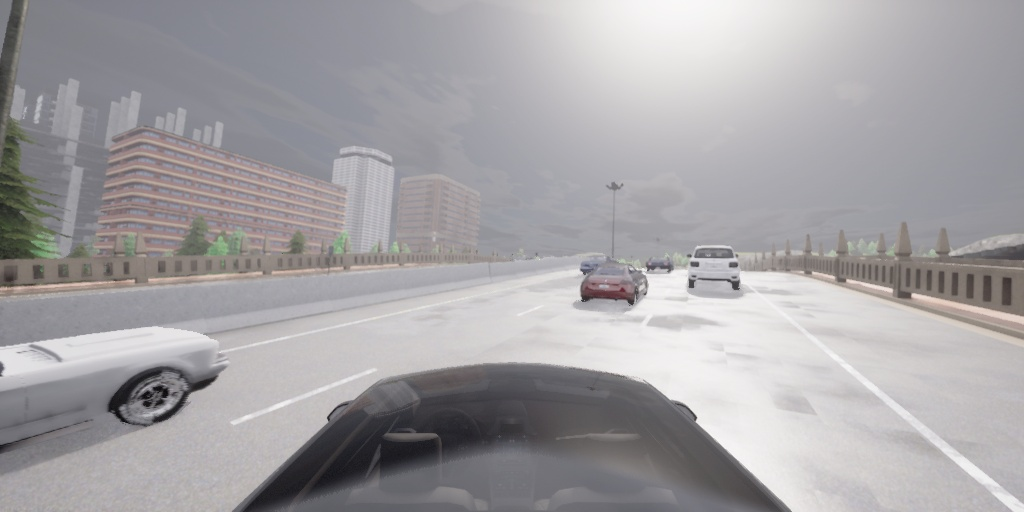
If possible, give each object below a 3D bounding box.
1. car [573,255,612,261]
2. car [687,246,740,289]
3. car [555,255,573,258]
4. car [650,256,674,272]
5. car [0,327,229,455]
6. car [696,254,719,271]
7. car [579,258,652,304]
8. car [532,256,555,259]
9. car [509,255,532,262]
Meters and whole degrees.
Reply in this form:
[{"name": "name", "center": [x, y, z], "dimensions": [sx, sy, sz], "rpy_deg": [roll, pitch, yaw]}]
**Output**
[{"name": "car", "center": [6.478, 0.643, 26.205], "dimensions": [2.033, 1.411, 5.357], "rpy_deg": [1, 2, 28]}, {"name": "car", "center": [10.426, 0.492, 18.670], "dimensions": [2.150, 2.045, 5.566], "rpy_deg": [1, 2, 28]}, {"name": "car", "center": [7.172, 0.657, 42.940], "dimensions": [1.812, 1.442, 4.674], "rpy_deg": [1, -2, 28]}, {"name": "car", "center": [12.503, 0.650, 30.146], "dimensions": [1.895, 1.301, 4.718], "rpy_deg": [1, 0, 28]}, {"name": "car", "center": [-5.621, 1.335, 3.197], "dimensions": [1.895, 1.301, 4.718], "rpy_deg": [1, 2, 28]}, {"name": "car", "center": [18.994, 0.674, 34.972], "dimensions": [1.882, 1.535, 5.008], "rpy_deg": [1, -2, 28]}, {"name": "car", "center": [4.144, 0.974, 14.248], "dimensions": [1.994, 1.385, 4.181], "rpy_deg": [1, 2, 28]}, {"name": "car", "center": [4.712, 0.683, 45.762], "dimensions": [1.812, 1.442, 4.674], "rpy_deg": [1, -2, 28]}, {"name": "car", "center": [1.283, 0.591, 46.765], "dimensions": [2.128, 1.511, 4.902], "rpy_deg": [1, -2, 28]}]
